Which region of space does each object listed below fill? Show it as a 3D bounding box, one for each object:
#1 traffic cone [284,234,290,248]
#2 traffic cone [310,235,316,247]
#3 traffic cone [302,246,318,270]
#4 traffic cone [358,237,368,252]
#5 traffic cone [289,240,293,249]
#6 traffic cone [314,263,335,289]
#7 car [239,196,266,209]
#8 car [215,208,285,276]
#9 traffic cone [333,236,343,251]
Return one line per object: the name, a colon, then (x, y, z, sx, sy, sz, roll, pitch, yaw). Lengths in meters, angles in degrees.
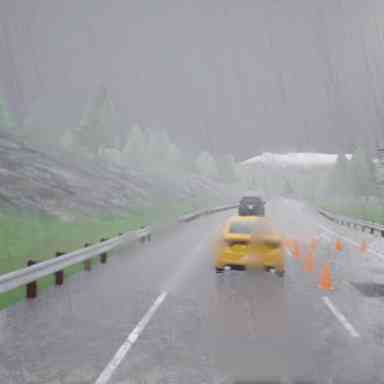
traffic cone: (4.113, 2.084, 14.151, 0.340, 0.580, 0.340, 2, 0, 8)
traffic cone: (5.103, 2.110, 14.017, 0.340, 0.580, 0.340, 2, 0, 8)
traffic cone: (3.575, 2.064, 10.188, 0.340, 0.580, 0.340, 2, 0, 8)
traffic cone: (7.084, 2.162, 13.748, 0.340, 0.580, 0.340, 2, 0, 8)
traffic cone: (3.844, 2.074, 12.169, 0.340, 0.580, 0.340, 2, 0, 8)
traffic cone: (3.306, 2.054, 8.206, 0.340, 0.580, 0.340, 2, 0, 8)
car: (5.435, 1.407, 30.044, 2.150, 2.045, 5.566, 1, 0, 13)
car: (1.838, 1.541, 10.843, 1.882, 1.535, 5.008, 1, 0, 8)
traffic cone: (6.094, 2.136, 13.882, 0.340, 0.580, 0.340, 2, 0, 8)
